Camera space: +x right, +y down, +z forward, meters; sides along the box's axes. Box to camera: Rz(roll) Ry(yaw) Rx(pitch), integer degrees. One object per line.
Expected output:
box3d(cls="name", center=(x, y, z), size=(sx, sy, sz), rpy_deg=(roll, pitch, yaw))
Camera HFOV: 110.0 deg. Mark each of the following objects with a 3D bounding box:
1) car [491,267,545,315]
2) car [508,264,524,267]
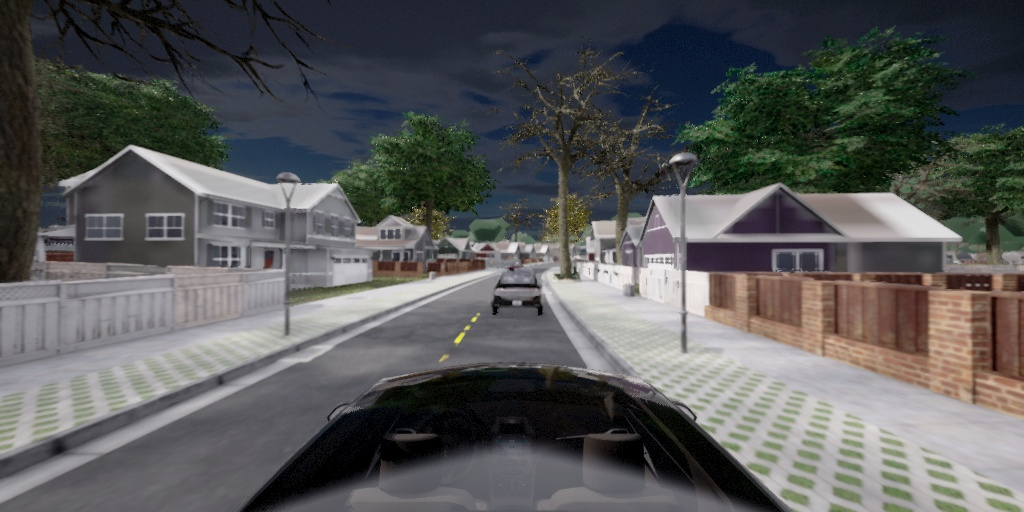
box3d(cls="car", center=(0.269, 1.355, 14.212), size=(2.128, 1.511, 4.902), rpy_deg=(0, 0, 2))
box3d(cls="car", center=(0.986, 1.577, 28.539), size=(1.895, 1.301, 4.718), rpy_deg=(0, 0, 5))
